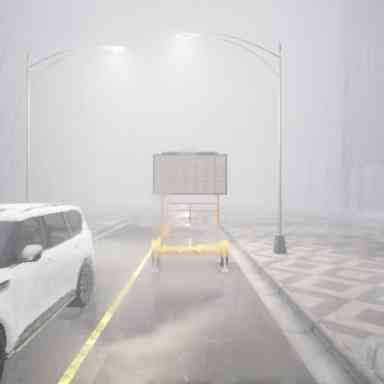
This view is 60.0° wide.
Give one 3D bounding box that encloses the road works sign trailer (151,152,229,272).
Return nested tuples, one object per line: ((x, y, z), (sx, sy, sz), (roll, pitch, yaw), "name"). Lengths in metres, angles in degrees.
((-0.060, 0.493, 10.930), (2.380, 3.560, 2.880), (0, 0, 0), "road works sign trailer")

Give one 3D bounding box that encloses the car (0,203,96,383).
((-3.126, 1.235, 5.009), (2.150, 2.045, 5.566), (0, 0, 0), "car")

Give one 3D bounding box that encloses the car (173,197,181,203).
((-3.429, 1.753, 76.032), (2.033, 1.411, 5.357), (0, 0, 0), "car")
